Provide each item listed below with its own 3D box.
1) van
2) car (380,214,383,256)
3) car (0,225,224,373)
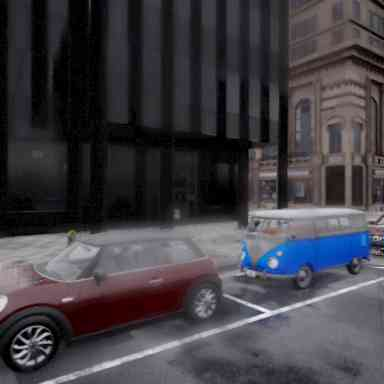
[{"bbox_3d":[3.067,1.339,8.831,3.998,1.788,1.690,0,0,-36],"label":"van"},{"bbox_3d":[7.627,1.436,12.085,4.097,1.590,1.967,0,0,-36],"label":"car"},{"bbox_3d":[-1.493,1.439,5.579,4.097,1.590,1.967,0,0,-35],"label":"car"}]
